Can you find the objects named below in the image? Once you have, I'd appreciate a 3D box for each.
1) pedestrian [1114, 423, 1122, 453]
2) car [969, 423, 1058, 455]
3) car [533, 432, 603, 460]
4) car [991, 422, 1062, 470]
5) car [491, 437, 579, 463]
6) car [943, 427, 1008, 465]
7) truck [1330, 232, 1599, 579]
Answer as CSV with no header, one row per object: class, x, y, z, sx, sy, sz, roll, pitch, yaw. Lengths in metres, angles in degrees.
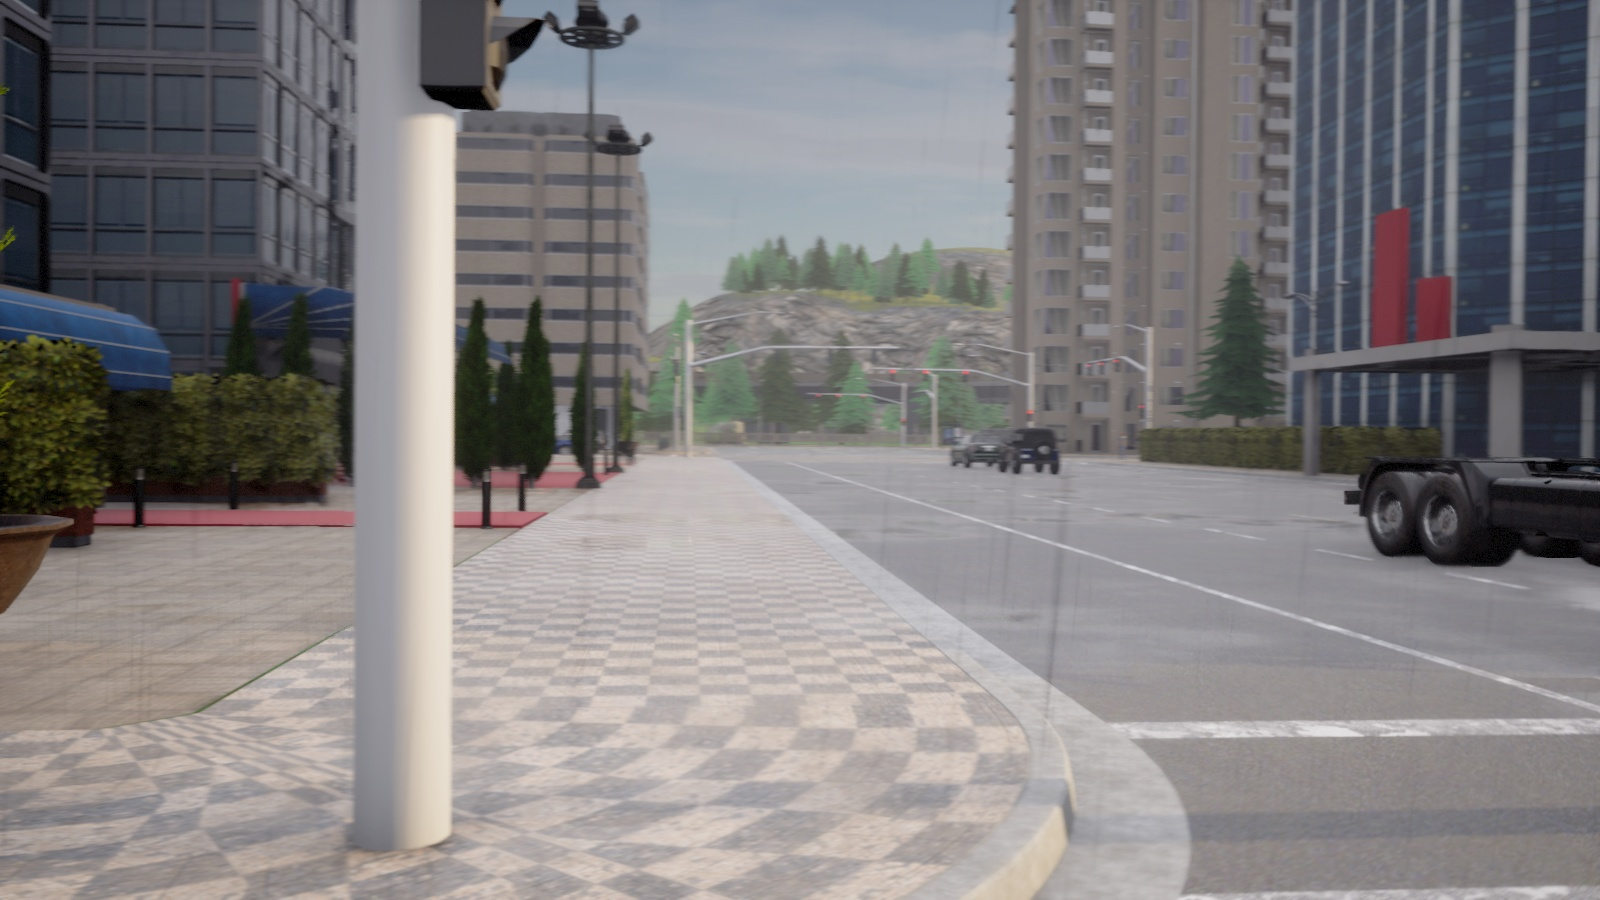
pedestrian,19.215,-0.722,75.899,0.354,1.836,0.706,-1,1,4
car,14.155,-0.718,83.232,5.566,2.045,2.150,0,1,17
car,-15.991,-0.306,86.712,4.605,1.855,1.932,-1,1,-5
car,9.336,-0.183,52.051,1.905,1.878,3.866,-1,1,-5
car,-16.038,-0.009,76.188,5.008,1.535,1.882,-1,1,-5
car,8.499,-0.228,61.220,2.097,1.767,4.553,-1,1,-5
truck,9.299,-0.472,13.932,2.891,3.462,7.936,-1,1,-5
